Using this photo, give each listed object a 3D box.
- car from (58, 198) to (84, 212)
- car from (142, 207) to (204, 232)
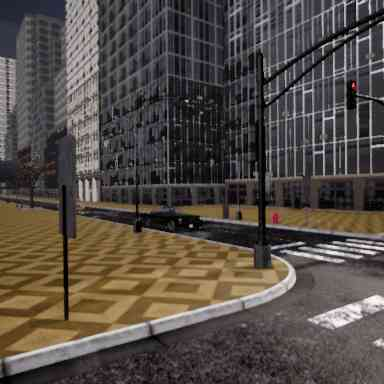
[{"bbox_3d":[-14.377,1.413,39.485,2.097,1.767,4.553,-1,1,-35],"label":"car"},{"bbox_3d":[-1.311,1.635,20.791,1.895,1.301,4.718,-1,0,-35],"label":"car"}]
